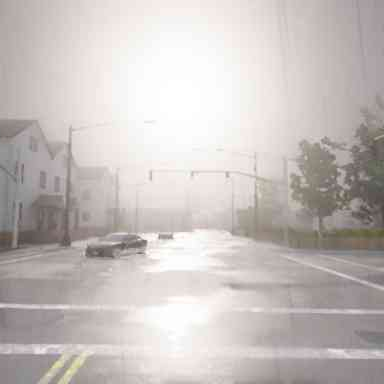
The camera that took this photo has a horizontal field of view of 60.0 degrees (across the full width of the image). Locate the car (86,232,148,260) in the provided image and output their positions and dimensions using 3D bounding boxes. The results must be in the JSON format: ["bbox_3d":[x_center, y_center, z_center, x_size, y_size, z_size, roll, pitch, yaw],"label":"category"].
[{"bbox_3d":[-4.472,3.266,20.551,1.882,1.535,5.008,-2,-5,19],"label":"car"}]

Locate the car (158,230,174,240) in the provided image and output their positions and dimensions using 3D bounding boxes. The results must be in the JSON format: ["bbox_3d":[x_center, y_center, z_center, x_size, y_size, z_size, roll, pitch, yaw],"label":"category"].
[{"bbox_3d":[-3.500,5.827,45.445,1.994,1.385,4.181,0,-5,0],"label":"car"}]
